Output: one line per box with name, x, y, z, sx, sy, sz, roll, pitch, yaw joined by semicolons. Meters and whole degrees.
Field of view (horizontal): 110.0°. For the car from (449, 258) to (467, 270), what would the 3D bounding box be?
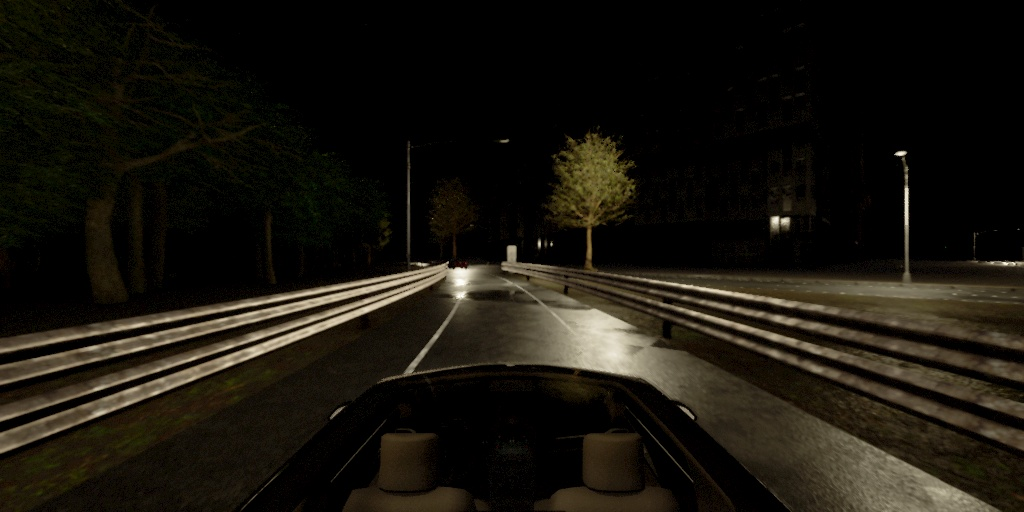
car;-8.060;1.079;53.334;2.097;1.767;4.553;0;0;-19
